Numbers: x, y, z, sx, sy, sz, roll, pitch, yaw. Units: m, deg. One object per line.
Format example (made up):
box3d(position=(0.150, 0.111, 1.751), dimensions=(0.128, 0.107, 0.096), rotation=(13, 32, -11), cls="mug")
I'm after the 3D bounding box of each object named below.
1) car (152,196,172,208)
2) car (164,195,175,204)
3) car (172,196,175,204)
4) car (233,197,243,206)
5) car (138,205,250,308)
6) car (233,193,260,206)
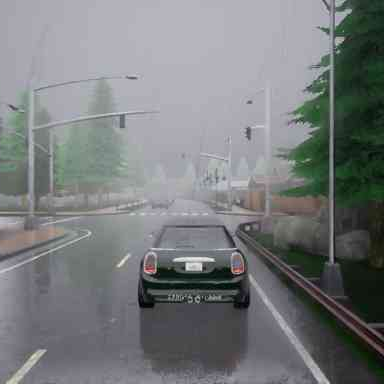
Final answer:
box3d(position=(-4.101, 1.535, 43.767), dimensions=(1.994, 1.385, 4.181), rotation=(0, 0, -1), cls="car")
box3d(position=(-4.270, 1.448, 63.801), dimensions=(1.882, 1.535, 5.008), rotation=(0, 0, 0), cls="car")
box3d(position=(-4.187, 1.571, 53.622), dimensions=(1.895, 1.301, 4.718), rotation=(0, 0, 0), cls="car")
box3d(position=(8.791, 1.144, 48.803), dimensions=(4.605, 1.855, 1.932), rotation=(0, 0, -1), cls="car")
box3d(position=(0.053, 1.352, 8.066), dimensions=(2.097, 1.767, 4.553), rotation=(0, 0, 1), cls="car")
box3d(position=(8.374, 1.146, 51.312), dimensions=(3.866, 1.878, 1.905), rotation=(0, 0, -1), cls="car")
